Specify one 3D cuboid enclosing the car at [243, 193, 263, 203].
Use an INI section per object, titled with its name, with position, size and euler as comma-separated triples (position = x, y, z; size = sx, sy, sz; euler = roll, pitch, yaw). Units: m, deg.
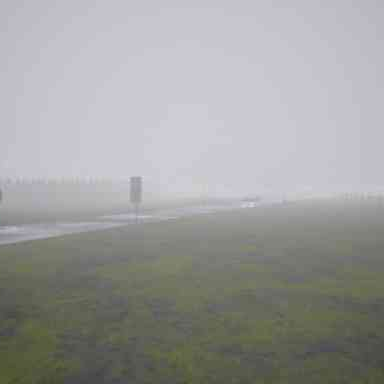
[car]
position = 9.975, 0.940, 54.105
size = 2.033, 1.411, 5.357
euler = 0, 1, 30
